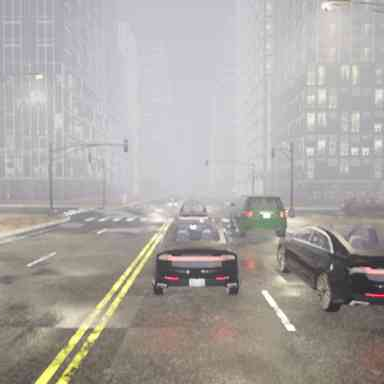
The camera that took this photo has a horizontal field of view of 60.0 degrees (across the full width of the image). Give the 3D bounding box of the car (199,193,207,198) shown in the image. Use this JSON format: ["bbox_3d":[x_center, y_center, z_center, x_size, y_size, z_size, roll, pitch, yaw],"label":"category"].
[{"bbox_3d":[3.001,0.907,91.352,1.994,1.385,4.181,0,0,0],"label":"car"}]

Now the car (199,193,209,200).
[{"bbox_3d":[3.028,1.167,81.381,1.895,1.301,4.718,0,0,0],"label":"car"}]

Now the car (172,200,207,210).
[{"bbox_3d":[0.051,1.406,17.762,2.128,1.511,4.902,0,0,0],"label":"car"}]

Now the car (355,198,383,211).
[{"bbox_3d":[21.704,1.478,38.484,4.829,1.417,1.752,1,1,1],"label":"car"}]

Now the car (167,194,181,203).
[{"bbox_3d":[-3.472,1.185,61.071,2.128,1.511,4.902,0,0,0],"label":"car"}]

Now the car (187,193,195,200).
[{"bbox_3d":[-0.220,1.114,80.927,2.033,1.411,5.357,0,0,0],"label":"car"}]

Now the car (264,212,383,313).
[{"bbox_3d":[3.327,1.455,7.568,2.128,1.511,4.902,0,0,0],"label":"car"}]

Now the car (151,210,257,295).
[{"bbox_3d":[0.077,1.451,8.577,2.128,1.511,4.902,0,0,0],"label":"car"}]

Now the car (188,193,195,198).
[{"bbox_3d":[-0.249,0.949,91.374,1.895,1.301,4.718,0,0,0],"label":"car"}]

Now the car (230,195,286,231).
[{"bbox_3d":[3.302,1.139,17.408,2.150,2.045,5.566,0,0,0],"label":"car"}]

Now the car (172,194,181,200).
[{"bbox_3d":[-3.458,1.163,75.993,1.994,1.385,4.181,0,0,0],"label":"car"}]

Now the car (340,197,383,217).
[{"bbox_3d":[16.118,1.390,30.182,5.009,1.841,2.192,1,1,1],"label":"car"}]
